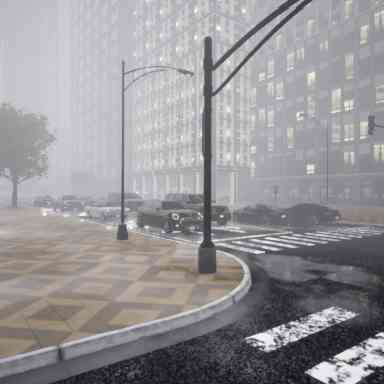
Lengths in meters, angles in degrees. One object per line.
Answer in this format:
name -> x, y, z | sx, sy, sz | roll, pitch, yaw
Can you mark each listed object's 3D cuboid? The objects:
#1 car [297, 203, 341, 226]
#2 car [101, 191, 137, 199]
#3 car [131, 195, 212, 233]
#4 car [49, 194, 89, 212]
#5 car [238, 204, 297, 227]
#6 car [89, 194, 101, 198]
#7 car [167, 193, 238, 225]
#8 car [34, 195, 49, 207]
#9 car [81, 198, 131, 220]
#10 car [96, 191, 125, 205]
car -> 7.845, 1.450, 22.972 | 1.812, 1.442, 4.674 | 0, 0, -37
car -> -6.042, 1.001, 30.446 | 2.150, 2.045, 5.566 | 0, 0, -37
car -> -1.304, 1.216, 18.621 | 2.097, 1.767, 4.553 | 0, 0, -37
car -> -12.543, 1.062, 33.741 | 2.097, 1.767, 4.553 | 0, 0, -37
car -> 4.455, 1.463, 22.105 | 1.994, 1.385, 4.181 | 0, 0, -37
car -> -12.150, 1.184, 38.665 | 2.128, 1.511, 4.902 | 0, 0, -37
car -> 0.136, 1.085, 22.131 | 2.150, 2.045, 5.566 | 0, 0, -37
car -> -18.548, 1.114, 41.870 | 2.128, 1.511, 4.902 | 0, 0, -36
car -> -6.672, 1.393, 25.833 | 1.895, 1.301, 4.718 | 0, 0, -37
car -> -12.362, 0.862, 50.163 | 2.150, 2.045, 5.566 | 0, 0, -37
